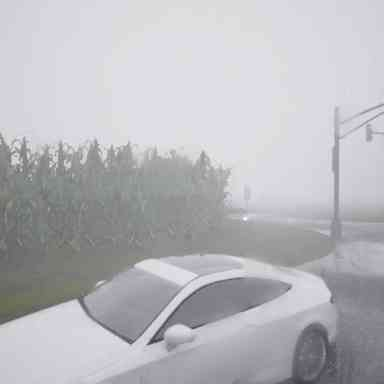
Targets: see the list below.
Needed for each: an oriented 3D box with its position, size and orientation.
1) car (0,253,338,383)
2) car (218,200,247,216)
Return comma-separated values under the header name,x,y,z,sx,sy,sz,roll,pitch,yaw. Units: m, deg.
name,x,y,z,sx,sy,sz,roll,pitch,yaw
car,-0.172,1.526,3.832,4.674,1.442,1.812,0,0,-35
car,3.081,1.500,31.919,2.033,1.411,5.357,1,0,-26
